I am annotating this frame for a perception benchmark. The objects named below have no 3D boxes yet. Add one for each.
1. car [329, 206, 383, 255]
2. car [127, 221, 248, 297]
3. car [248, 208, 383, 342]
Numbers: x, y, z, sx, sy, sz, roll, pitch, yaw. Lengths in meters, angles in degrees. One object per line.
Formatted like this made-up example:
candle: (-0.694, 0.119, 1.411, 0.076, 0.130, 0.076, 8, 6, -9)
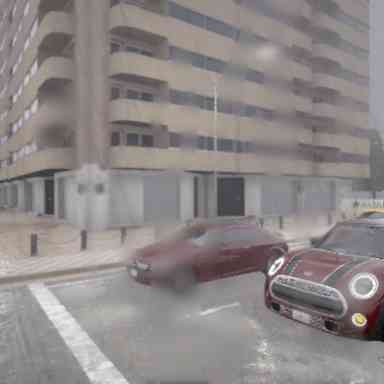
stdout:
car: (8.075, 1.448, 14.025, 5.008, 1.535, 1.882, 0, 0, -35)
car: (0.616, 1.521, 8.717, 4.674, 1.442, 1.812, 0, 0, -35)
car: (3.528, 1.341, 6.493, 4.553, 1.767, 2.097, 0, 0, -35)
